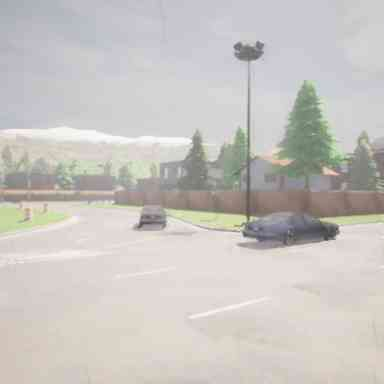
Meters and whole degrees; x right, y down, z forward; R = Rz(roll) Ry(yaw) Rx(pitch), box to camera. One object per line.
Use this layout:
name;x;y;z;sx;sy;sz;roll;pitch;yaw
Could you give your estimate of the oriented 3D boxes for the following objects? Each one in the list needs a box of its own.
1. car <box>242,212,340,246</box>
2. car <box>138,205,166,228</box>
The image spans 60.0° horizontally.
car;4.795;1.644;15.763;5.357;1.411;2.033;0;0;-35
car;-2.756;1.630;23.035;2.033;1.411;5.357;0;0;-7
